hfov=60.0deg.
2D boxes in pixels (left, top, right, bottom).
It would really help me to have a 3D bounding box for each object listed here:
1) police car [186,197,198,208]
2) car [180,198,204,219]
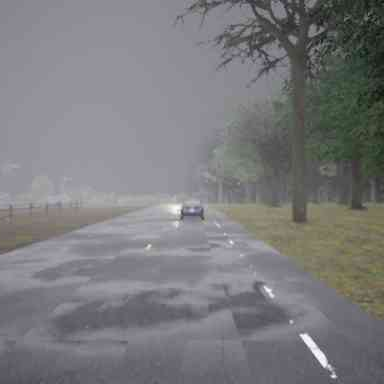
[{"bbox_3d":[-0.024,1.690,54.349,1.930,1.638,5.238,0,-1,0],"label":"police car"},{"bbox_3d":[0.037,1.515,29.120,2.163,1.488,4.792,0,0,0],"label":"car"}]
